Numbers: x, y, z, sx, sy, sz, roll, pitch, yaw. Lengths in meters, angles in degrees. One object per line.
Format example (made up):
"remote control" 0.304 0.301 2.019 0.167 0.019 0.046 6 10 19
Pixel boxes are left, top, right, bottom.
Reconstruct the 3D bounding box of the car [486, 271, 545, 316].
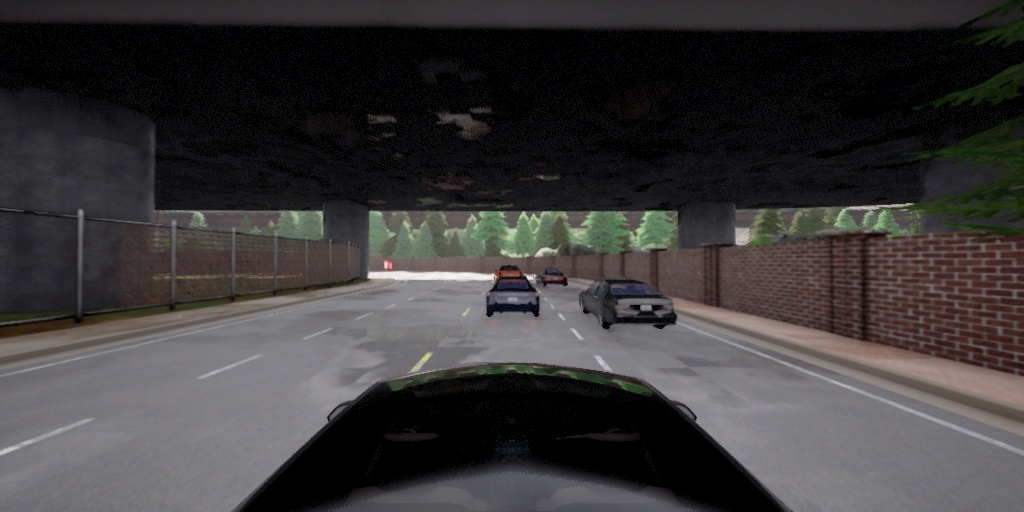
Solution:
"car" 0.048 1.480 14.292 1.994 1.385 4.181 0 -1 1

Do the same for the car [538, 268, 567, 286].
"car" 3.132 1.676 29.207 1.994 1.385 4.181 0 -1 -6

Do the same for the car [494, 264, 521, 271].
"car" -0.345 1.460 28.955 2.097 1.767 4.553 0 -1 -5

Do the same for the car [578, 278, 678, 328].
"car" 3.524 1.431 11.880 2.033 1.411 5.357 0 -1 1
